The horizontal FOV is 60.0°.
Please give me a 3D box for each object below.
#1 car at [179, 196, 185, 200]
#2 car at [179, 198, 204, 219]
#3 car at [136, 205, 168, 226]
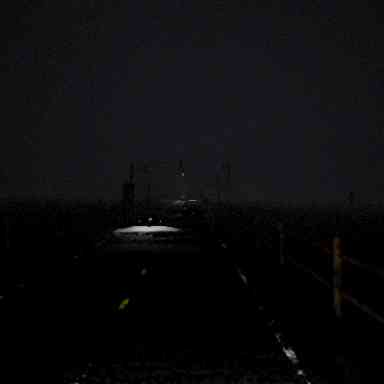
[{"bbox_3d":[-2.665,1.919,95.504,2.033,1.411,5.357,0,0,0],"label":"car"},{"bbox_3d":[0.037,1.593,30.435,1.882,1.535,5.008,0,0,-1],"label":"car"},{"bbox_3d":[-2.822,1.657,24.447,1.994,1.385,4.181,0,0,0],"label":"car"}]
